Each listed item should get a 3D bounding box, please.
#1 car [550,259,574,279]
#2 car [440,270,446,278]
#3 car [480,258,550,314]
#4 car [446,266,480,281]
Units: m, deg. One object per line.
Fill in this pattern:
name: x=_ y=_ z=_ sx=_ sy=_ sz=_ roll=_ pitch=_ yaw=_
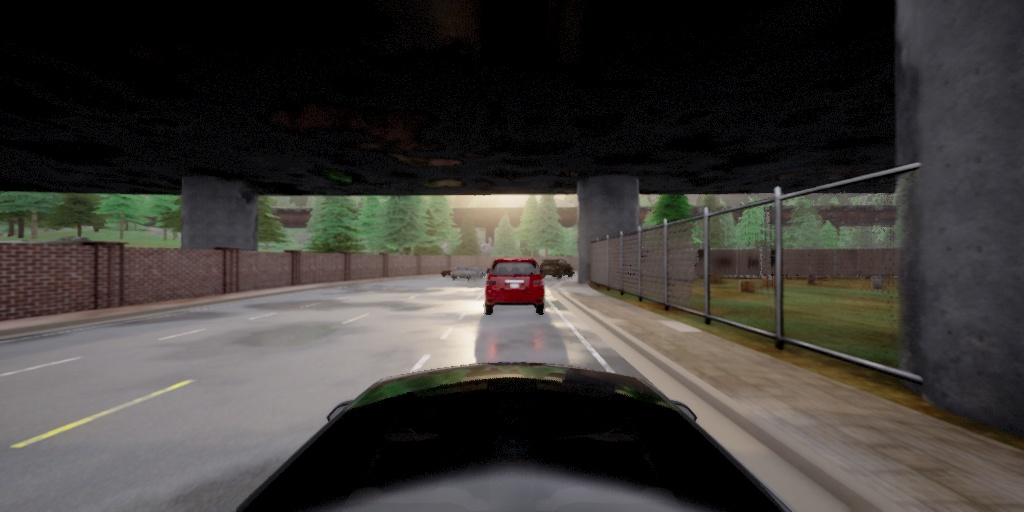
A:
car: x=4.856 y=1.353 z=38.319 sx=2.150 sy=2.045 sz=5.566 roll=-1 pitch=-1 yaw=28
car: x=-6.078 y=1.755 z=40.557 sx=1.895 sy=1.301 sz=4.718 roll=0 pitch=-1 yaw=24
car: x=0.108 y=1.108 z=14.704 sx=2.150 sy=2.045 sz=5.566 roll=0 pitch=0 yaw=0
car: x=-4.312 y=1.702 z=35.436 sx=1.895 sy=1.301 sz=4.718 roll=0 pitch=-1 yaw=18
